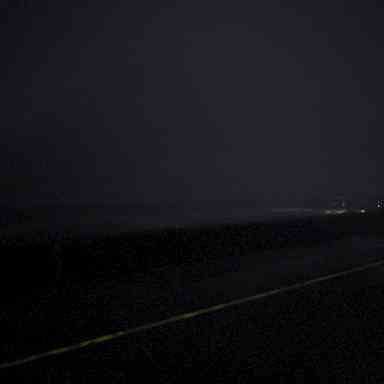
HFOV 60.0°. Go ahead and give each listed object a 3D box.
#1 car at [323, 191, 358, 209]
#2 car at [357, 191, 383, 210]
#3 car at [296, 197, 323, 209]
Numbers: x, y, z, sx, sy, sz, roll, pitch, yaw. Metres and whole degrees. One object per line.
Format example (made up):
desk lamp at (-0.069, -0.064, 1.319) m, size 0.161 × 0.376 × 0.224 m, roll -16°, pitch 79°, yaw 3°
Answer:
car at (17.977, 0.882, 38.296) m, size 5.566 × 2.045 × 2.150 m, roll -1°, pitch 0°, yaw -35°
car at (20.209, 1.011, 35.584) m, size 4.553 × 1.767 × 2.097 m, roll -1°, pitch 0°, yaw -35°
car at (14.718, 1.276, 40.270) m, size 4.718 × 1.301 × 1.895 m, roll -1°, pitch 0°, yaw -35°
